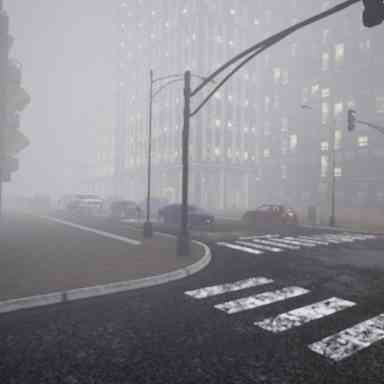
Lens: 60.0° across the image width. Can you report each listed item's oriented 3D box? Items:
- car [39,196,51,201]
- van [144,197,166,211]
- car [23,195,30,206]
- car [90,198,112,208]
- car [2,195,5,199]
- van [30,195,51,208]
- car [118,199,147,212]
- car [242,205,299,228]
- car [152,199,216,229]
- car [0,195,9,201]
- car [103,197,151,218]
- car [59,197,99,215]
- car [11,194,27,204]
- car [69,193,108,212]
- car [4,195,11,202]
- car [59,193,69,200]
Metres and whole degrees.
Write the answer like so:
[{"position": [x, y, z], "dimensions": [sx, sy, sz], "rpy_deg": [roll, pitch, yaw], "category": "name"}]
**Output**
[{"position": [-37.026, 1.670, 83.616], "dimensions": [1.802, 1.307, 4.206], "rpy_deg": [2, -1, -35], "category": "car"}, {"position": [-4.320, 1.480, 37.562], "dimensions": [1.690, 1.788, 3.998], "rpy_deg": [2, -1, -35], "category": "van"}, {"position": [-24.236, 1.486, 51.132], "dimensions": [1.802, 1.307, 4.206], "rpy_deg": [2, -1, -35], "category": "car"}, {"position": [-14.135, 1.685, 51.376], "dimensions": [1.947, 1.339, 4.313], "rpy_deg": [2, -1, -35], "category": "car"}, {"position": [-40.585, 1.432, 74.161], "dimensions": [2.008, 1.369, 4.403], "rpy_deg": [2, -1, -35], "category": "car"}, {"position": [-20.961, 1.250, 46.529], "dimensions": [1.690, 1.788, 3.998], "rpy_deg": [2, -1, -35], "category": "van"}, {"position": [-7.594, 1.683, 42.165], "dimensions": [2.008, 1.369, 4.403], "rpy_deg": [2, -1, -35], "category": "car"}, {"position": [5.489, 1.603, 23.743], "dimensions": [1.967, 1.590, 4.097], "rpy_deg": [2, -1, -35], "category": "car"}, {"position": [-0.454, 1.492, 22.108], "dimensions": [1.882, 1.535, 5.008], "rpy_deg": [2, -1, -36], "category": "car"}, {"position": [-47.030, 1.420, 83.236], "dimensions": [1.752, 1.417, 4.829], "rpy_deg": [2, -1, -35], "category": "car"}, {"position": [-5.920, 1.506, 29.811], "dimensions": [1.837, 1.490, 4.892], "rpy_deg": [2, -1, -35], "category": "car"}, {"position": [-11.156, 1.480, 32.709], "dimensions": [2.008, 1.369, 4.403], "rpy_deg": [2, -1, -35], "category": "car"}, {"position": [-30.771, 1.209, 60.347], "dimensions": [2.192, 1.841, 5.009], "rpy_deg": [2, -1, -35], "category": "car"}, {"position": [-12.064, 1.209, 38.498], "dimensions": [2.150, 2.045, 5.566], "rpy_deg": [2, -1, -35], "category": "car"}, {"position": [-37.316, 1.451, 69.555], "dimensions": [1.947, 1.339, 4.313], "rpy_deg": [2, -1, -35], "category": "car"}, {"position": [-20.775, 1.266, 56.098], "dimensions": [2.150, 2.045, 5.566], "rpy_deg": [2, -1, -35], "category": "car"}]
